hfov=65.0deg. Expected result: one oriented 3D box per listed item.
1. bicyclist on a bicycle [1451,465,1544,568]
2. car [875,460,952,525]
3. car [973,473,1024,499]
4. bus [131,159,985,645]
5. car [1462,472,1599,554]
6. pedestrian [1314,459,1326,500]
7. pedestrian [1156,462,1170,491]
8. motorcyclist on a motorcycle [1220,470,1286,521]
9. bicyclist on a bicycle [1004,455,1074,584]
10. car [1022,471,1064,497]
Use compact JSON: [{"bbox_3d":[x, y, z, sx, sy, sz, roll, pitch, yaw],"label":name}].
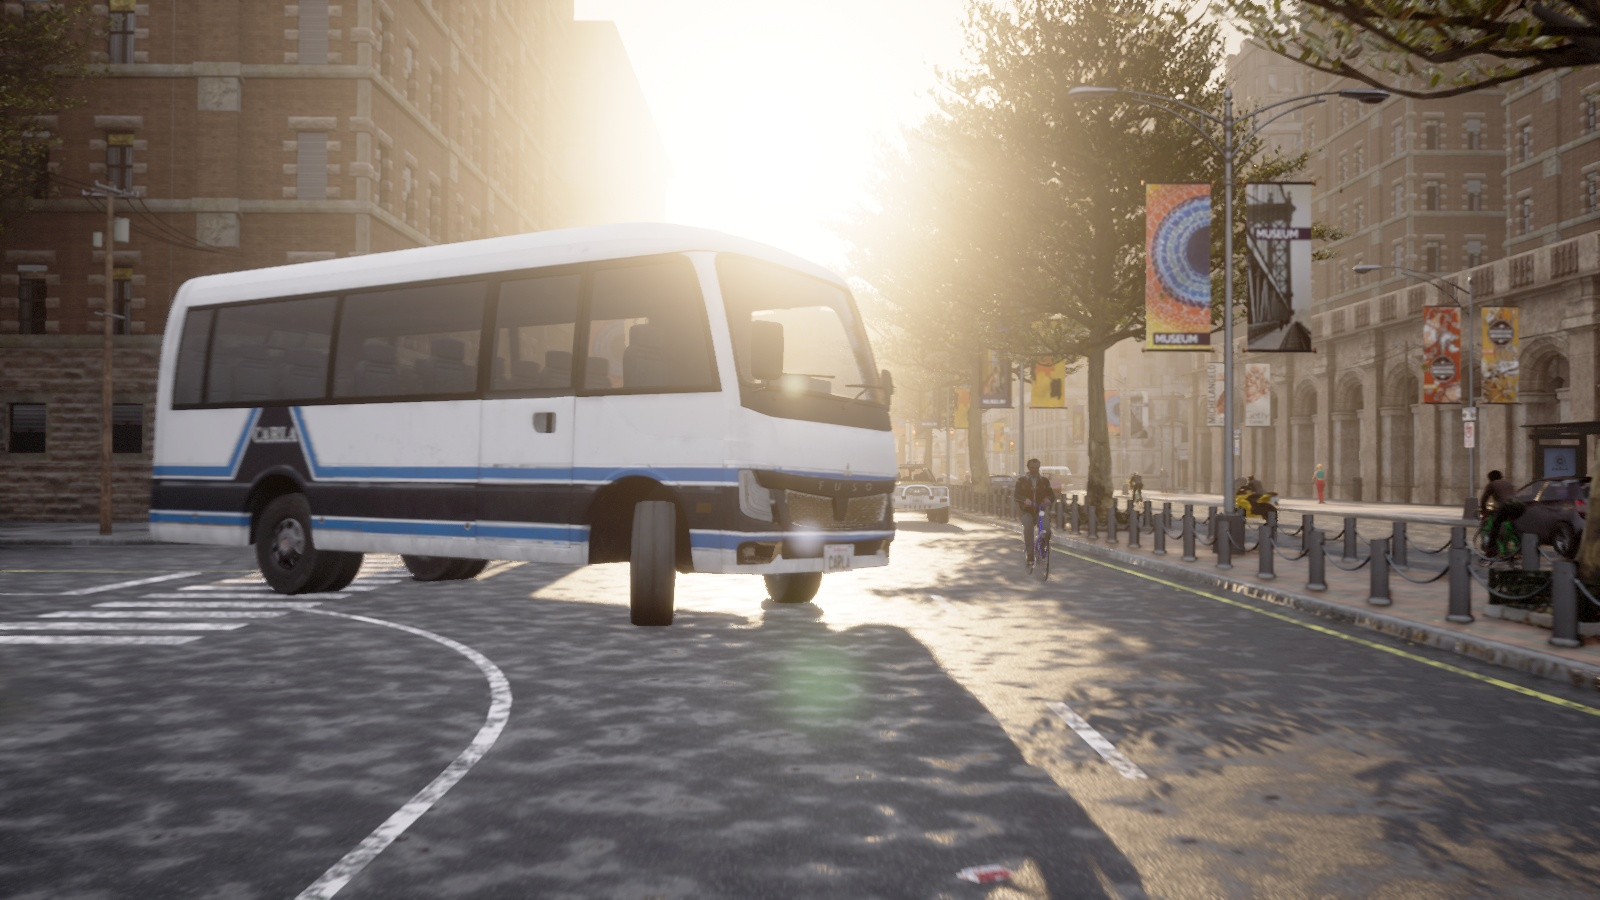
[{"bbox_3d":[11.449,1.068,20.668,0.582,1.620,1.656,0,-1,0],"label":"bicyclist on a bicycle"},{"bbox_3d":[3.405,1.263,38.512,1.932,1.855,4.605,0,-1,0],"label":"car"},{"bbox_3d":[11.325,2.022,71.966,2.033,1.411,5.357,0,-1,0],"label":"car"},{"bbox_3d":[-3.306,-0.291,15.378,10.273,4.253,3.944,-1,-3,33],"label":"bus"},{"bbox_3d":[14.940,1.183,24.756,1.845,1.501,3.633,0,-1,0],"label":"car"},{"bbox_3d":[23.657,1.334,57.160,0.345,1.836,0.594,0,-1,8],"label":"pedestrian"},{"bbox_3d":[24.789,1.809,85.820,0.659,1.952,0.873,0,-1,0],"label":"pedestrian"},{"bbox_3d":[13.932,1.389,38.694,0.797,1.523,2.044,0,-1,-19],"label":"motorcyclist on a motorcycle"},{"bbox_3d":[3.455,0.978,18.306,0.659,1.776,1.843,0,-1,0],"label":"bicyclist on a bicycle"},{"bbox_3d":[14.813,2.054,76.722,1.845,1.501,3.633,0,-1,0],"label":"car"}]
